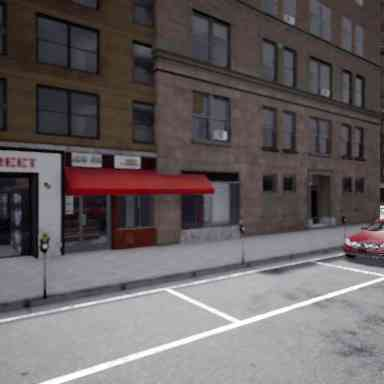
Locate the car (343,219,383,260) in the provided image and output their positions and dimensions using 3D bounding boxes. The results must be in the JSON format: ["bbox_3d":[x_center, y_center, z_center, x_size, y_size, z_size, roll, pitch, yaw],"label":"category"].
[{"bbox_3d":[6.984,1.589,11.512,4.206,1.307,1.802,0,0,-35],"label":"car"}]
